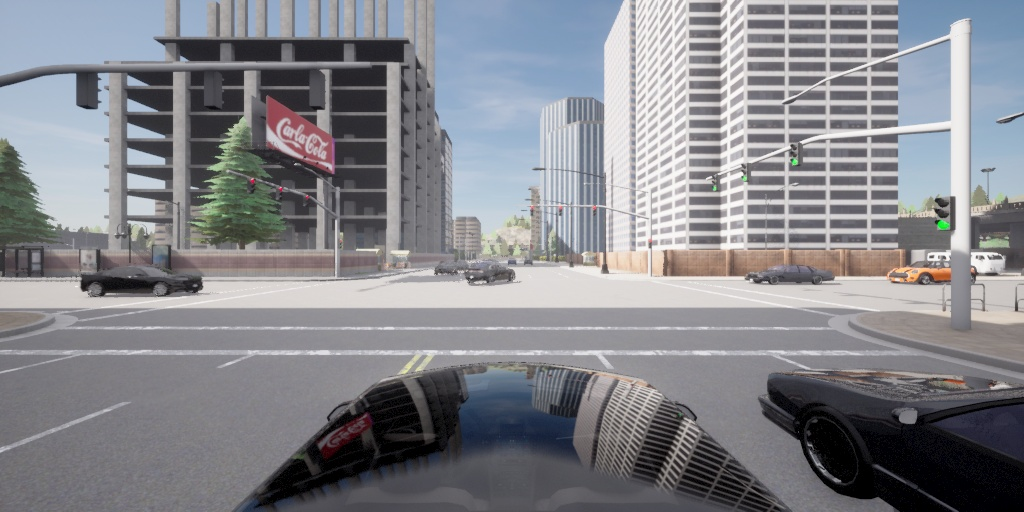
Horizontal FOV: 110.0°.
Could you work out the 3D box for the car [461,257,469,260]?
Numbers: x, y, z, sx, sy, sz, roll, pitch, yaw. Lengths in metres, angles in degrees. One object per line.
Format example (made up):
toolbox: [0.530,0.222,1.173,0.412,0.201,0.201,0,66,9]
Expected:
car: [-7.075,1.255,48.163,1.837,1.490,4.892,0,0,0]

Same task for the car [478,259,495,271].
car: [-3.573,1.241,51.816,2.128,1.511,4.902,0,0,0]

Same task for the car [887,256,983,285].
car: [29.657,1.102,25.477,4.553,1.767,2.097,0,0,1]

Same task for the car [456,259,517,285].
car: [-1.534,1.241,26.457,2.128,1.511,4.902,0,0,30]

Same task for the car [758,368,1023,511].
car: [3.597,1.297,1.411,2.033,1.411,5.357,0,0,0]

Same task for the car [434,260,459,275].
car: [-7.081,1.255,38.750,1.837,1.490,4.892,0,0,0]

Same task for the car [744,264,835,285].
car: [19.648,1.297,25.457,5.357,1.411,2.033,0,0,0]

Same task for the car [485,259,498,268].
car: [-3.540,1.255,62.201,1.837,1.490,4.892,0,0,0]

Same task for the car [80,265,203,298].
car: [-18.561,1.228,18.131,5.008,1.535,1.882,0,0,-1]
